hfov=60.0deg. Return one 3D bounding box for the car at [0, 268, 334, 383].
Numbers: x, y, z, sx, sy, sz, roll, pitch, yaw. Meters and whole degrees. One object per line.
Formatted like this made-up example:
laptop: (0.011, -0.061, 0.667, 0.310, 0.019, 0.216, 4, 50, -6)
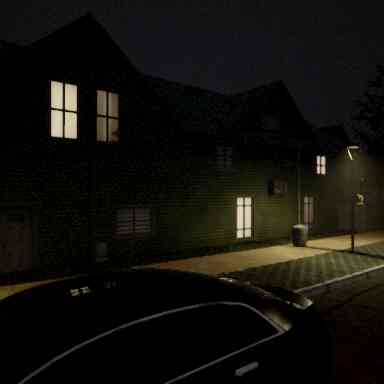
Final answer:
car: (-0.855, 1.504, 2.550, 4.892, 1.490, 1.837, 0, 0, -36)
